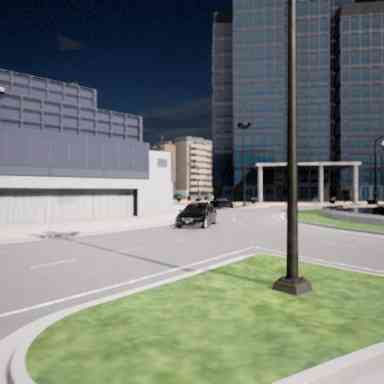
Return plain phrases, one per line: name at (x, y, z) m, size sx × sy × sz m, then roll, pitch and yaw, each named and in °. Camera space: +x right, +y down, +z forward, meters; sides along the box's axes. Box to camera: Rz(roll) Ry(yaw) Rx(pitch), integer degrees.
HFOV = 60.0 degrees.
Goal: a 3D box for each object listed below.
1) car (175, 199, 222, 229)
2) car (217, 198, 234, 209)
car at (0.412, 1.474, 21.466) m, size 1.837 × 1.490 × 4.892 m, roll 1°, pitch 0°, yaw 16°
car at (3.872, 1.495, 43.131) m, size 1.994 × 1.385 × 4.181 m, roll 0°, pitch 0°, yaw -17°
